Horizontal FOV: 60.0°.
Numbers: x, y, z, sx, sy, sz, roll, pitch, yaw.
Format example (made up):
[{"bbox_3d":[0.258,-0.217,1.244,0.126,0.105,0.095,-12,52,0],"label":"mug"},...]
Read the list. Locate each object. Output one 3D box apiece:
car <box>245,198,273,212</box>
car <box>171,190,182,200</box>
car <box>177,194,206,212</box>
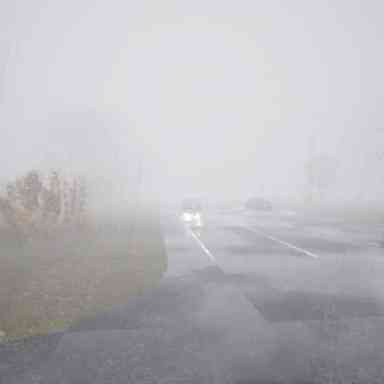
[{"bbox_3d":[6.925,1.268,34.744,1.994,1.385,4.181,0,1,-6],"label":"car"},{"bbox_3d":[-3.646,0.919,72.259,1.882,1.535,5.008,0,1,-2],"label":"car"},{"bbox_3d":[-0.113,1.243,34.714,2.128,1.511,4.902,0,1,-6],"label":"car"}]
